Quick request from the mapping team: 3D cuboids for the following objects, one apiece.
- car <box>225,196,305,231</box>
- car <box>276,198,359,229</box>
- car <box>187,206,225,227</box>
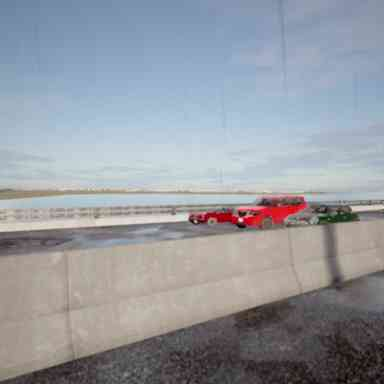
[{"bbox_3d":[5.034,1.248,20.751,5.566,2.045,2.150,0,0,-36],"label":"car"},{"bbox_3d":[6.947,1.381,17.812,4.553,1.767,2.097,0,0,-36],"label":"car"},{"bbox_3d":[2.023,1.623,22.888,4.718,1.301,1.895,0,0,-36],"label":"car"}]
